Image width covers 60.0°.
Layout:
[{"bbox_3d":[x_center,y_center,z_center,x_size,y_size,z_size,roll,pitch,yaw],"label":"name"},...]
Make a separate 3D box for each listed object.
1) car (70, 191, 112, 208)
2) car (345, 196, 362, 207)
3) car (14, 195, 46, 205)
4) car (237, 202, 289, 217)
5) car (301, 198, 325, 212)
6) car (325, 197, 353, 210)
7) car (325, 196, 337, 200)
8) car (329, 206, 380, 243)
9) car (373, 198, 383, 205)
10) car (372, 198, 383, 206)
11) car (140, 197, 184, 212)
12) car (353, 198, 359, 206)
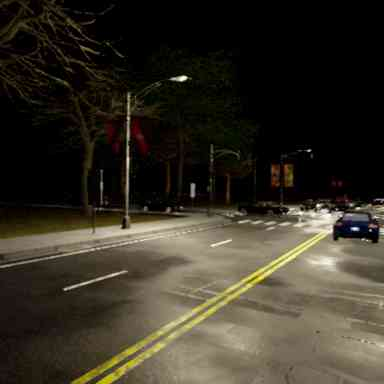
[{"bbox_3d":[-12.201,0.890,39.933,5.566,2.045,2.150,1,0,30],"label":"car"},{"bbox_3d":[27.696,1.838,56.559,1.837,1.490,4.892,1,0,31],"label":"car"},{"bbox_3d":[-22.269,1.083,45.838,4.718,1.301,1.895,1,0,30],"label":"car"},{"bbox_3d":[6.706,1.628,31.918,4.718,1.301,1.895,1,0,41],"label":"car"},{"bbox_3d":[14.746,1.649,40.962,1.837,1.490,4.892,1,0,30],"label":"car"},{"bbox_3d":[17.158,1.693,38.647,1.837,1.490,4.892,1,0,30],"label":"car"},{"bbox_3d":[19.505,1.699,49.095,2.128,1.511,4.902,1,0,30],"label":"car"},{"bbox_3d":[8.329,1.654,16.826,1.994,1.385,4.181,1,0,28],"label":"car"},{"bbox_3d":[40.616,1.964,72.205,1.994,1.385,4.181,1,0,30],"label":"car"},{"bbox_3d":[35.548,2.050,63.524,1.895,1.301,4.718,1,0,30],"label":"car"},{"bbox_3d":[-3.146,1.346,34.620,4.892,1.490,1.837,1,0,29],"label":"car"},{"bbox_3d":[21.827,1.851,46.639,1.895,1.301,4.718,1,0,31],"label":"car"}]
